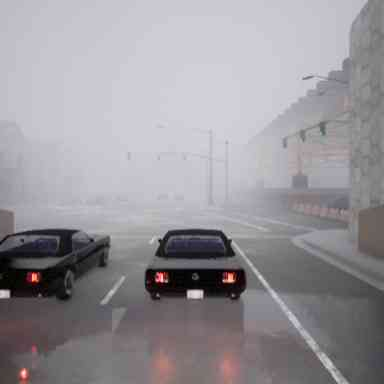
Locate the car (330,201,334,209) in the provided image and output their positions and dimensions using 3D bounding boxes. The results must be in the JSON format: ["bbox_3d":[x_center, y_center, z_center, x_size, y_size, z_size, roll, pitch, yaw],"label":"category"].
[{"bbox_3d":[13.943,1.292,26.153,2.038,1.542,4.974,0,0,-35],"label":"car"}]

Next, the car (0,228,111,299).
[{"bbox_3d":[-3.423,1.549,8.246,1.895,1.301,4.718,0,0,0],"label":"car"}]

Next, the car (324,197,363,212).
[{"bbox_3d":[14.086,1.106,30.795,4.536,1.218,1.853,0,0,-45],"label":"car"}]

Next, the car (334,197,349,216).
[{"bbox_3d":[13.973,1.134,26.109,1.853,1.218,4.536,0,0,-35],"label":"car"}]

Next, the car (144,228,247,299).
[{"bbox_3d":[0.077,1.550,8.236,1.895,1.301,4.718,0,0,0],"label":"car"}]

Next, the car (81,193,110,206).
[{"bbox_3d":[-13.778,1.183,47.840,1.882,1.535,5.008,0,0,2],"label":"car"}]

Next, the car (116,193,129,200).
[{"bbox_3d":[-16.407,1.041,78.728,2.033,1.411,5.357,0,0,1],"label":"car"}]

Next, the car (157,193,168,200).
[{"bbox_3d":[-6.142,0.941,69.393,1.994,1.385,4.181,0,0,1],"label":"car"}]

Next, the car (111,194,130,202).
[{"bbox_3d":[-13.314,1.156,63.747,2.033,1.411,5.357,0,0,2],"label":"car"}]

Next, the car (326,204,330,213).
[{"bbox_3d":[14.050,1.263,30.760,4.974,1.542,2.038,0,0,-45],"label":"car"}]

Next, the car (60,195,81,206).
[{"bbox_3d":[-17.277,1.196,47.853,2.128,1.511,4.902,0,0,2],"label":"car"}]

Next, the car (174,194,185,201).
[{"bbox_3d":[-2.643,1.146,69.306,1.994,1.385,4.181,0,0,1],"label":"car"}]
